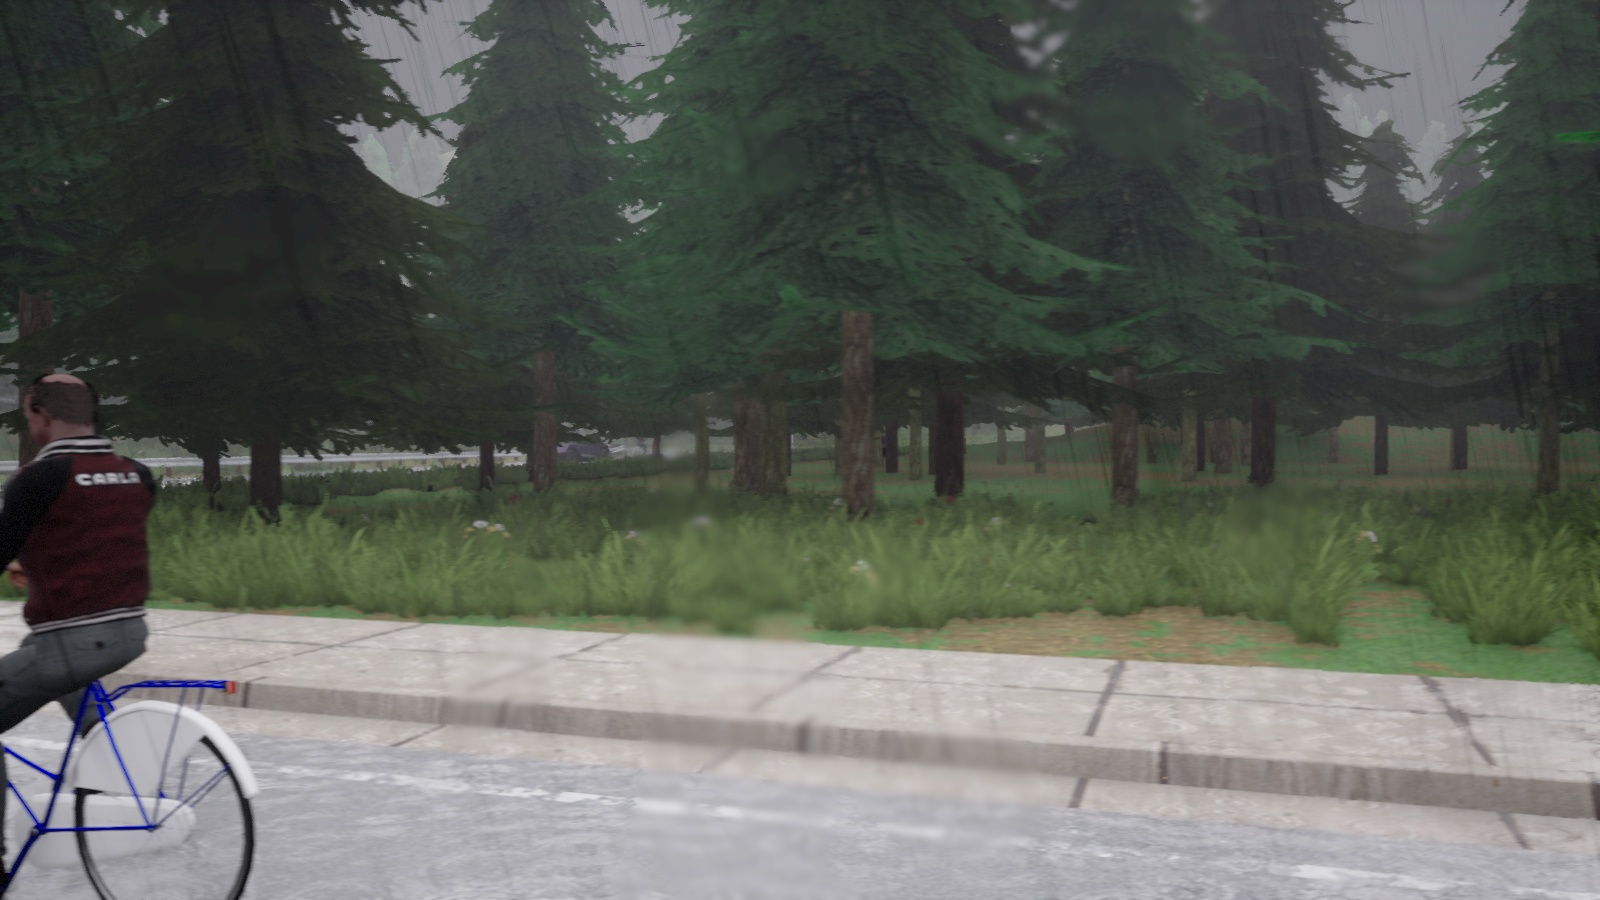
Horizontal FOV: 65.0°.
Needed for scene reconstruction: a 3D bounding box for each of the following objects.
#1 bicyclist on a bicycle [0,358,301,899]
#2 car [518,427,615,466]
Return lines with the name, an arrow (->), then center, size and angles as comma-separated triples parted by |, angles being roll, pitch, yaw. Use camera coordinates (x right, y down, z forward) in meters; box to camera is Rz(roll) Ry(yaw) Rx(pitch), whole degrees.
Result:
bicyclist on a bicycle -> -2.602, 0.622, 4.067 | 1.843, 1.776, 0.659 | 1, 1, 19
car -> -10.194, -0.192, 55.150 | 2.033, 1.649, 4.856 | 1, 1, 20
